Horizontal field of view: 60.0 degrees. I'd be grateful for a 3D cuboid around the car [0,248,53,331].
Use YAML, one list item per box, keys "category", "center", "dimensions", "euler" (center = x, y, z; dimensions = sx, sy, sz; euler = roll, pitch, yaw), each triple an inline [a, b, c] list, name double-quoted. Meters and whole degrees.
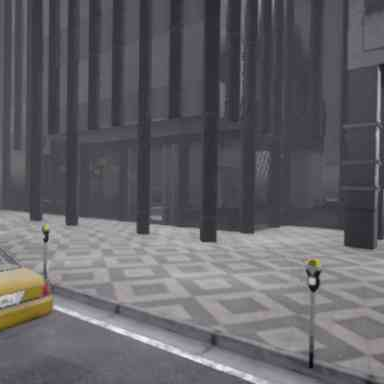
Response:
- category: "car"
  center: [-4.389, 1.406, 5.860]
  dimensions: [4.829, 1.417, 1.752]
  euler: [1, 1, 36]
